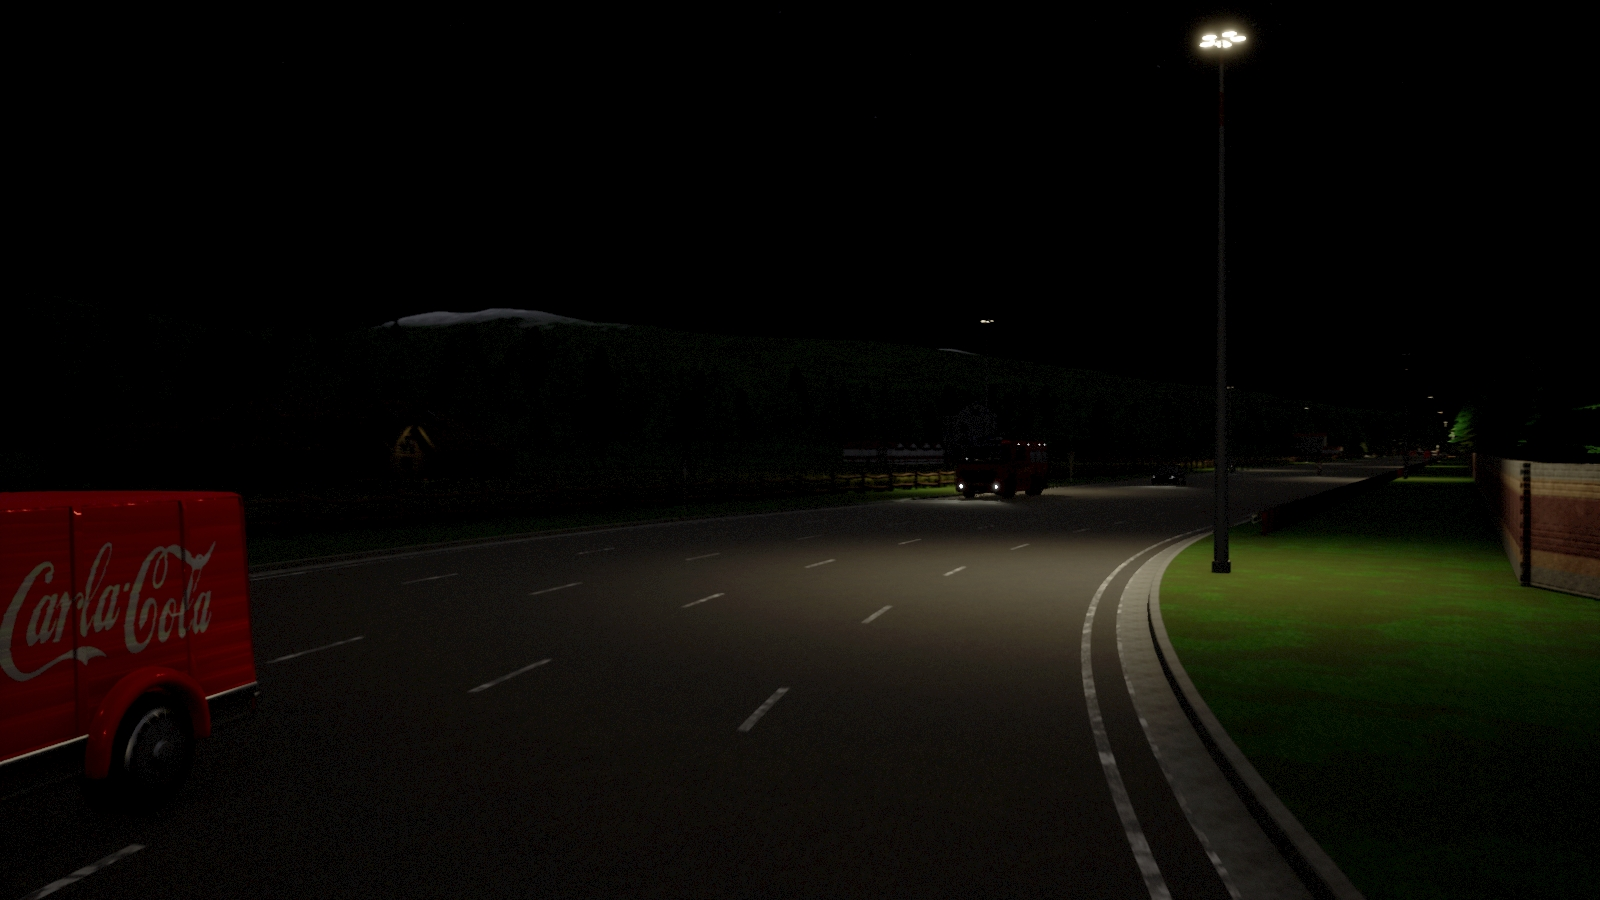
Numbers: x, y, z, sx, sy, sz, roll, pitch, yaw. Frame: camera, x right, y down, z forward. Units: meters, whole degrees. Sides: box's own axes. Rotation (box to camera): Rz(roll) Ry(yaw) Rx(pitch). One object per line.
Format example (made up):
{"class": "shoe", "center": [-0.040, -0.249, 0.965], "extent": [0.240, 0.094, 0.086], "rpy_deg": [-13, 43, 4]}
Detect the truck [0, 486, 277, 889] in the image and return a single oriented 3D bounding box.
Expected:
{"class": "truck", "center": [-6.338, 1.563, 7.784], "extent": [2.627, 2.467, 5.204], "rpy_deg": [0, 0, 8]}
